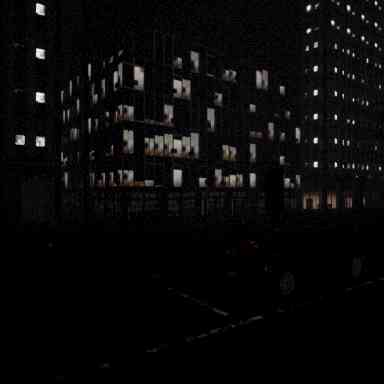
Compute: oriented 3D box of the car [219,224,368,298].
[{"bbox_3d":[2.698,1.545,8.483,4.507,1.381,1.887,0,0,-35],"label":"car"}]
